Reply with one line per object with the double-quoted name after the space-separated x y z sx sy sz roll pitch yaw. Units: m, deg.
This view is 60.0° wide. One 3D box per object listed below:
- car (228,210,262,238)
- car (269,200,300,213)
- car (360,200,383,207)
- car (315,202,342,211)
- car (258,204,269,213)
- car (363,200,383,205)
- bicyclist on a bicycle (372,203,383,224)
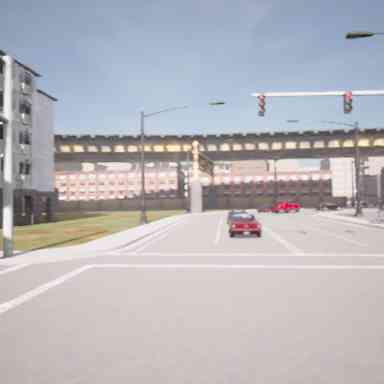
3.339 2.085 21.229 1.895 1.301 4.718 -1 -1 6 "car"
14.872 2.245 51.981 2.150 2.045 5.566 -2 -2 43 "car"
42.129 2.617 76.889 2.038 1.542 4.974 0 -1 -23 "car"
23.825 2.508 57.902 4.902 1.511 2.128 -1 -1 -18 "car"
12.619 2.698 54.950 4.181 1.385 1.994 0 -2 -44 "car"
42.106 2.461 76.940 1.853 1.218 4.536 0 -1 -23 "car"
14.841 1.706 25.856 1.656 1.620 0.582 -1 -1 6 "bicyclist on a bicycle"
